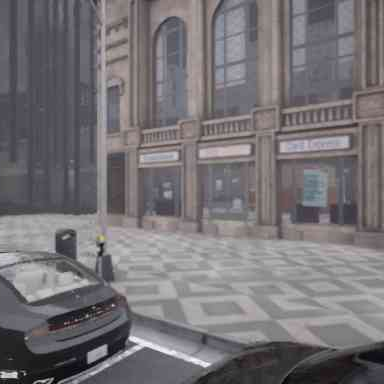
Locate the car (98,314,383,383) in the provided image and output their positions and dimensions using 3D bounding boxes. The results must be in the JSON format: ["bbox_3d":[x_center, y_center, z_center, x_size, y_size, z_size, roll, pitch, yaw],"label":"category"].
[{"bbox_3d":[1.726,1.563,1.730,4.313,1.339,1.947,0,0,35],"label":"car"}]

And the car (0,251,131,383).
[{"bbox_3d":[-2.836,1.581,4.981,4.403,1.369,2.008,0,0,35],"label":"car"}]
